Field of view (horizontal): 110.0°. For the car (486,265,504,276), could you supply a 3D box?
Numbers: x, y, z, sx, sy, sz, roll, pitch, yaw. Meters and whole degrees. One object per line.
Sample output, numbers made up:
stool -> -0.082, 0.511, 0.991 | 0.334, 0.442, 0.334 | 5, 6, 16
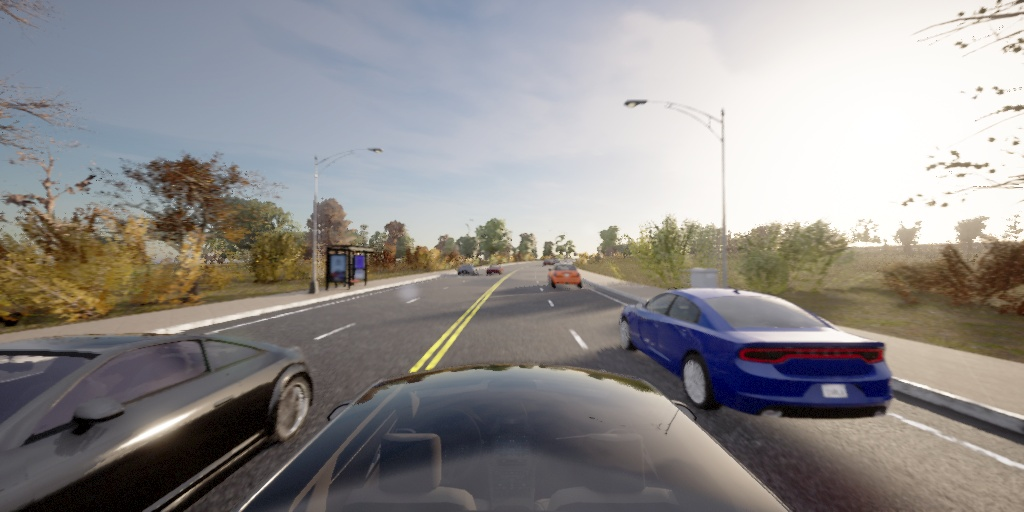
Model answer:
car -> -2.086, 1.703, 44.039 | 1.895, 1.301, 4.718 | 0, 0, 4

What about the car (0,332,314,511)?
car -> -3.333, 1.315, 2.538 | 1.994, 1.385, 4.181 | 0, -1, 0

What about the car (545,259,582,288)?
car -> 3.784, 1.326, 26.416 | 2.097, 1.767, 4.553 | 0, 0, 2

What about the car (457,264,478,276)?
car -> -5.366, 1.659, 43.516 | 1.994, 1.385, 4.181 | 0, 0, 4

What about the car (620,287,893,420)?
car -> 3.374, 1.275, 6.216 | 1.882, 1.535, 5.008 | 0, -1, 0
